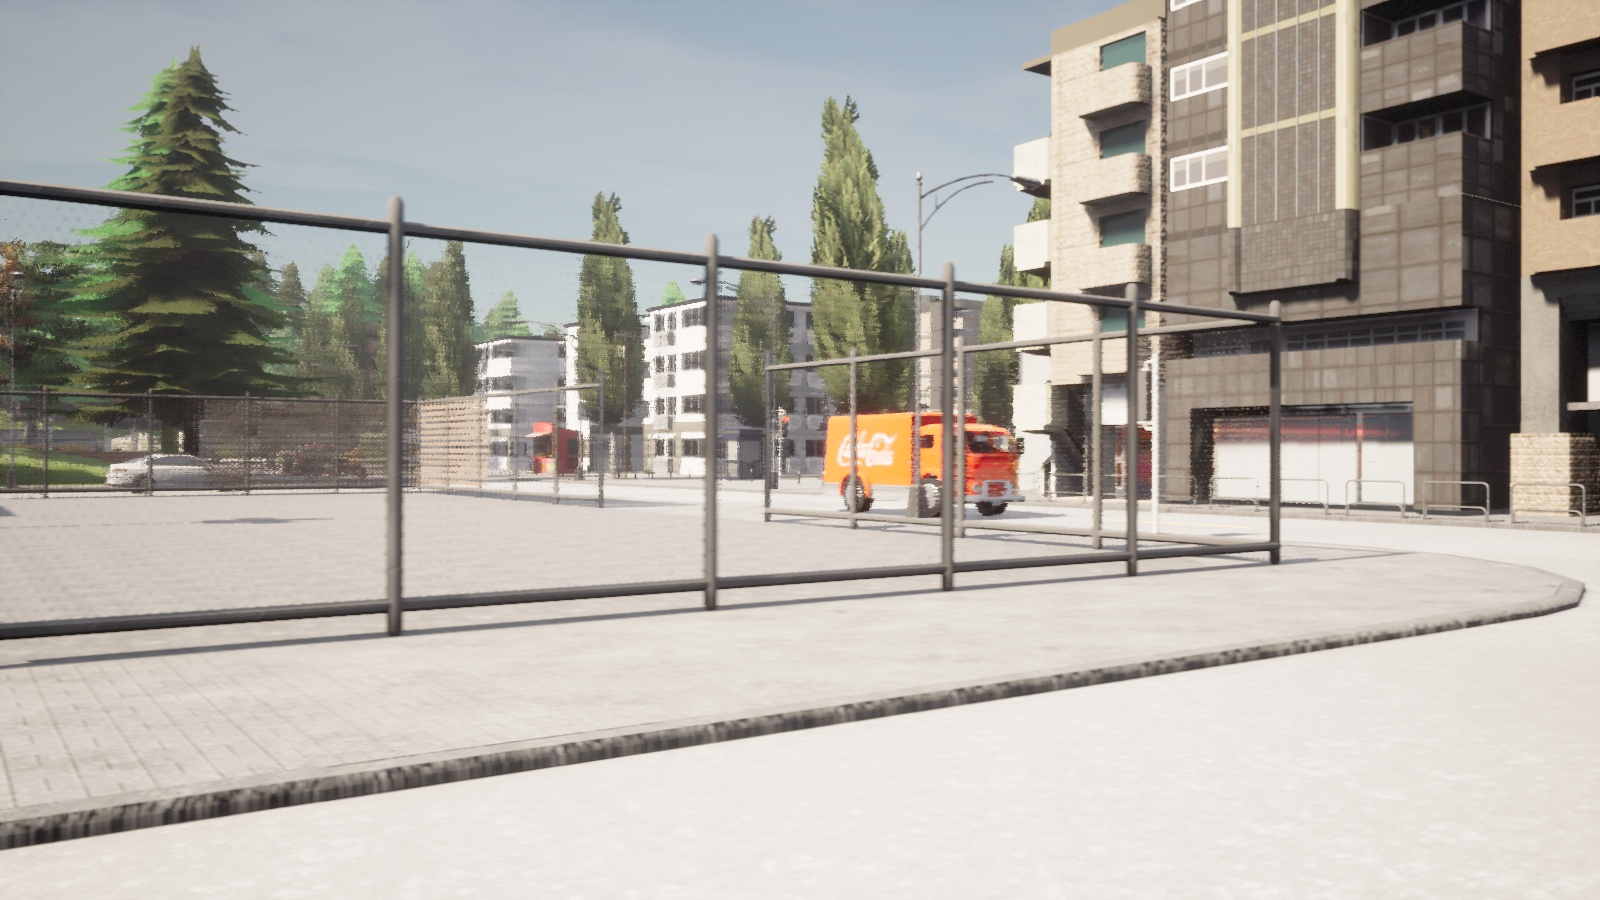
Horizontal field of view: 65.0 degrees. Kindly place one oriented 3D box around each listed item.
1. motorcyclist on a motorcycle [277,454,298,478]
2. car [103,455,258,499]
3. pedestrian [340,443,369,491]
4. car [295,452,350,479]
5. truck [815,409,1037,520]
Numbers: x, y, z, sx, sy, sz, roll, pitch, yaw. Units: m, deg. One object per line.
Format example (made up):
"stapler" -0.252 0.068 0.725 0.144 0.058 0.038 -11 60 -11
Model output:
"motorcyclist on a motorcycle" -34.319 1.057 84.109 0.866 1.530 2.191 0 0 -35
"car" -21.817 0.925 44.291 4.674 1.442 1.812 0 0 -35
"pedestrian" -17.645 0.661 49.781 0.874 1.855 0.900 0 0 -35
"car" -29.191 0.924 76.725 2.033 1.649 4.856 0 0 -35
"truck" 2.952 0.326 30.597 2.627 2.467 5.204 0 0 -35
